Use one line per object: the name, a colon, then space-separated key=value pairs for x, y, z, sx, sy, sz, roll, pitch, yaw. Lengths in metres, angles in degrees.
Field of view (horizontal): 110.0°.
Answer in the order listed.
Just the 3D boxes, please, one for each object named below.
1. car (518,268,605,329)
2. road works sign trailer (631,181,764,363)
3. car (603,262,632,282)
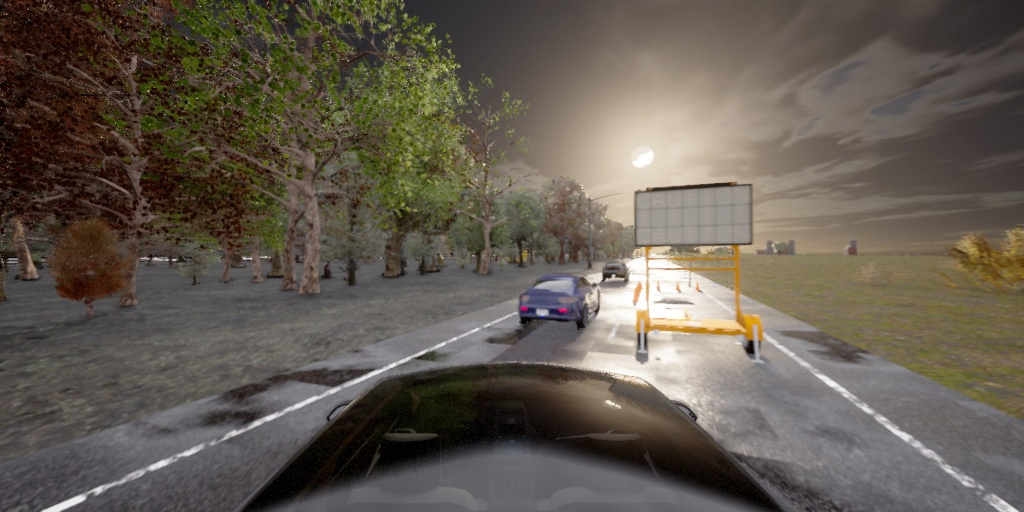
car: x=1.615 y=1.257 z=11.251 sx=1.812 sy=1.442 sz=4.674 roll=0 pitch=0 yaw=21
road works sign trailer: x=4.111 y=0.177 z=8.268 sx=2.380 sy=3.560 sz=2.880 roll=0 pitch=0 yaw=22
car: x=8.176 y=1.174 z=28.013 sx=1.837 sy=1.490 sz=4.892 roll=0 pitch=0 yaw=21
